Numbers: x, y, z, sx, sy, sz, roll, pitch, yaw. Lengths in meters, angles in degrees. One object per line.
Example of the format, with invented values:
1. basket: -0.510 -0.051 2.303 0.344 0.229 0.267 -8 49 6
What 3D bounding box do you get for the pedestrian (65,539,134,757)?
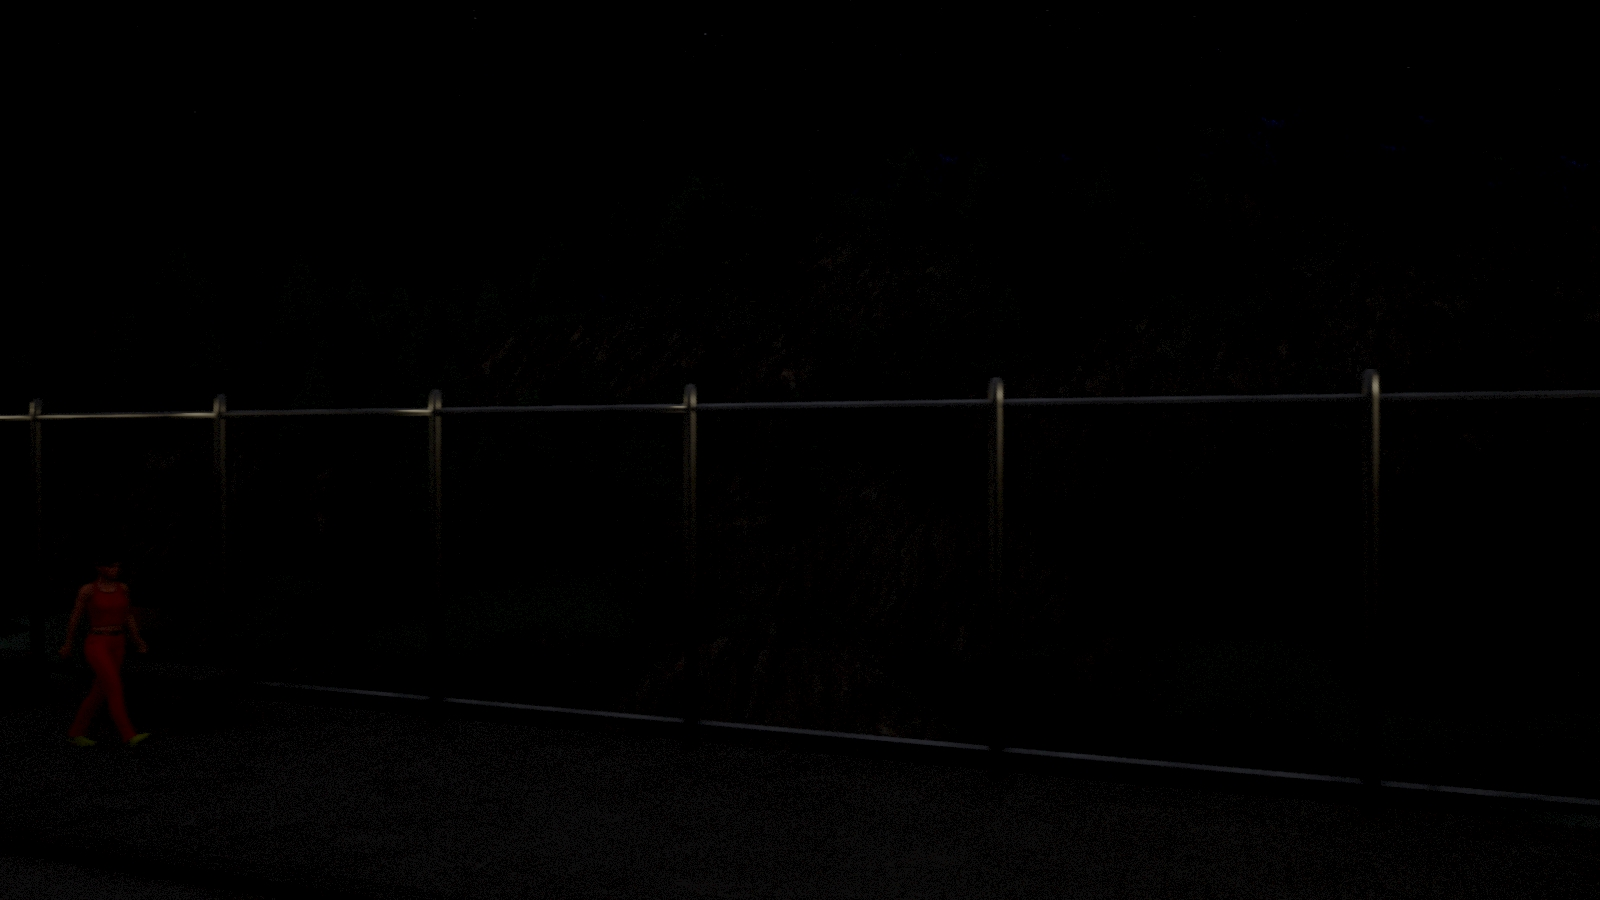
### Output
1. pedestrian: -6.253 1.744 10.209 0.375 1.860 0.375 0 0 21
